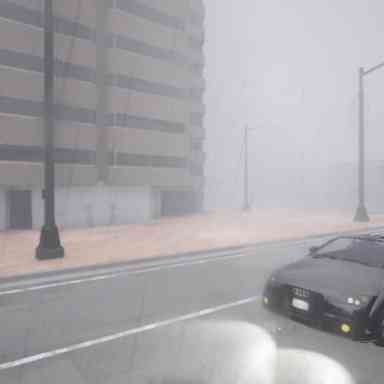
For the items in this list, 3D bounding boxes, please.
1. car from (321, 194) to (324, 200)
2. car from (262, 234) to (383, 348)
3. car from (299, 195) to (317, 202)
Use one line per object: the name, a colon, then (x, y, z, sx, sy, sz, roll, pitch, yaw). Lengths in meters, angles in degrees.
car: (33.094, 1.061, 78.602, 2.152, 1.636, 5.027, 0, 0, -37)
car: (3.295, 1.533, 6.260, 4.181, 1.385, 1.994, 0, 0, -35)
car: (25.973, 1.474, 74.605, 1.970, 1.475, 3.806, 0, -1, -37)
